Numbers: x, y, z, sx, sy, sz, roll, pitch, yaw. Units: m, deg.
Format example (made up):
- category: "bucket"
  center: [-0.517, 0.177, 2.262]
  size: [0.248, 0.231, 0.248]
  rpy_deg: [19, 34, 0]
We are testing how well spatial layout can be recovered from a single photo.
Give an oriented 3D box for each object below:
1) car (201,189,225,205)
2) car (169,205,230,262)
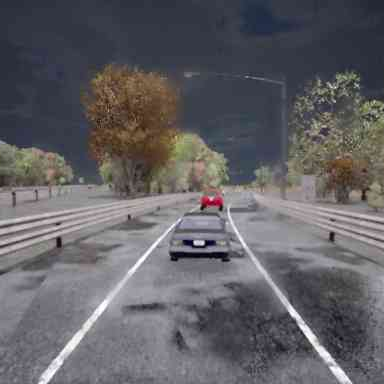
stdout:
- category: "car"
  center: [2.124, 0.741, 34.291]
  size: [2.150, 2.045, 5.566]
  rpy_deg: [0, 1, 6]
- category: "car"
  center: [0.339, 1.389, 11.507]
  size: [2.033, 1.411, 5.357]
  rpy_deg: [0, 1, 3]
